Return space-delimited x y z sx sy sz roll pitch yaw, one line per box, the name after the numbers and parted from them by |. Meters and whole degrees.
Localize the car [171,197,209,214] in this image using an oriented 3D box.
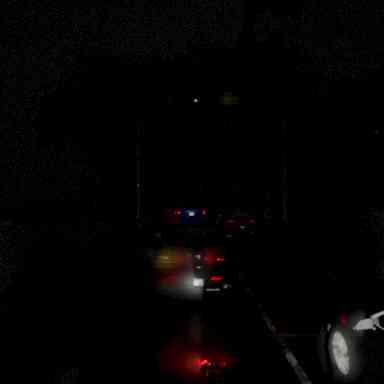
-0.139 1.347 21.121 2.150 2.045 5.566 0 -1 -2 | car

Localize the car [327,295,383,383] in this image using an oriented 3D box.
2.616 1.567 2.729 2.008 1.369 4.403 -1 0 0 | car

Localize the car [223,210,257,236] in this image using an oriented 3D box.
2.525 1.659 18.948 1.887 1.381 4.507 -1 0 0 | car

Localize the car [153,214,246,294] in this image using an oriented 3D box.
0.058 1.556 8.925 1.837 1.490 4.892 0 -1 0 | car
